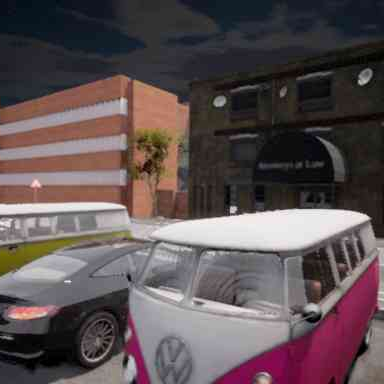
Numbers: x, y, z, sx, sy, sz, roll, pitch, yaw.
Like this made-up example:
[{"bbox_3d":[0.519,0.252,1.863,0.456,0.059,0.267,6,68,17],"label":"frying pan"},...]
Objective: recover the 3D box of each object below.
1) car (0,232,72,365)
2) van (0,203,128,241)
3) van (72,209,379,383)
[{"bbox_3d":[-1.178,1.518,5.835,2.002,1.452,4.674,0,0,36],"label":"car"},{"bbox_3d":[-3.445,1.247,7.315,1.878,1.987,4.442,0,0,36],"label":"van"},{"bbox_3d":[1.054,1.253,4.099,1.878,1.987,4.442,0,0,36],"label":"van"}]
